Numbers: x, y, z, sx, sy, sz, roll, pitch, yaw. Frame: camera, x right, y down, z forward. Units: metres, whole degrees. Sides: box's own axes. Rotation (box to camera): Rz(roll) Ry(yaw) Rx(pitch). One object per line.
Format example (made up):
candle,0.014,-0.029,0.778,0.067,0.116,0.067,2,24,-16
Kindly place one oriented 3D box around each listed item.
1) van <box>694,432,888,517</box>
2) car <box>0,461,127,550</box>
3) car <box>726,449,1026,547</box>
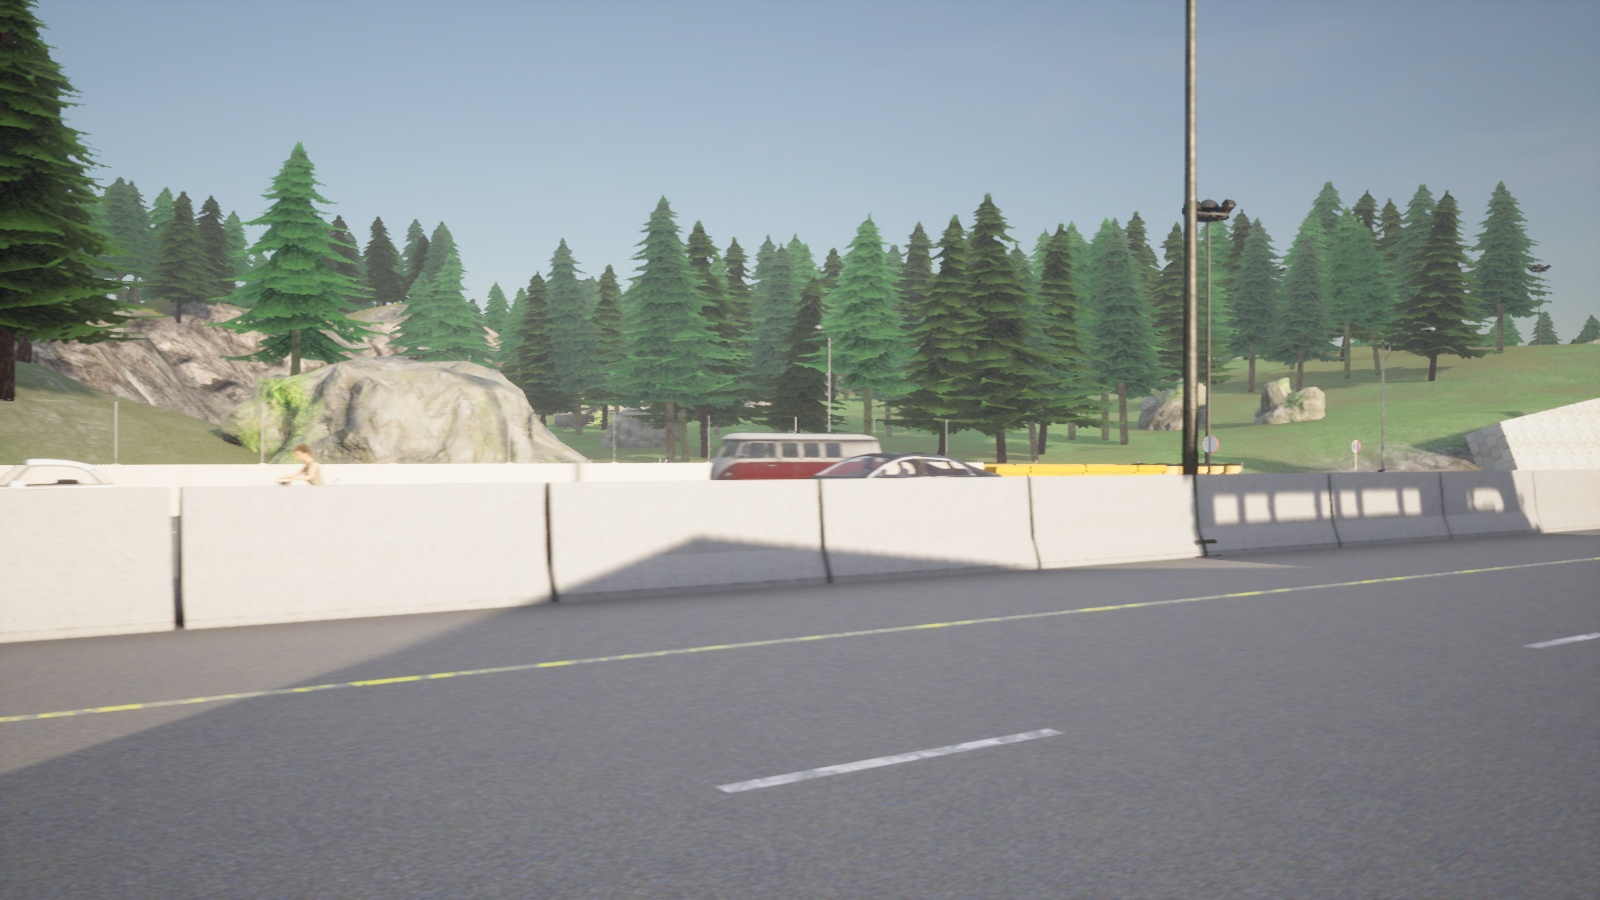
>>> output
van,-0.213,0.572,31.029,4.442,1.987,1.775,0,0,-24
car,-12.388,0.877,20.622,2.207,1.376,1.481,0,0,-35
car,1.375,0.751,21.674,4.902,1.511,2.128,0,0,-35
